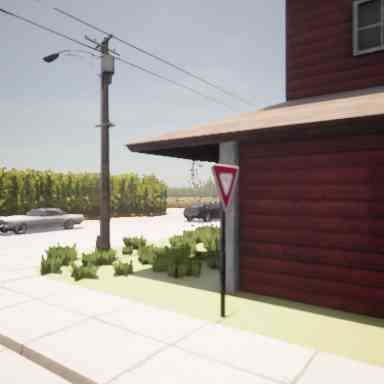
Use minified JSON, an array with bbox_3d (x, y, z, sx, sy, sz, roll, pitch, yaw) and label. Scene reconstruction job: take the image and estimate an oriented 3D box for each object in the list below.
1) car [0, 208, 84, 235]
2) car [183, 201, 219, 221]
[{"bbox_3d":[-8.797,1.615,19.229,1.895,1.301,4.718,0,0,37],"label":"car"},{"bbox_3d":[1.264,1.522,26.602,1.837,1.490,4.892,0,0,36],"label":"car"}]
